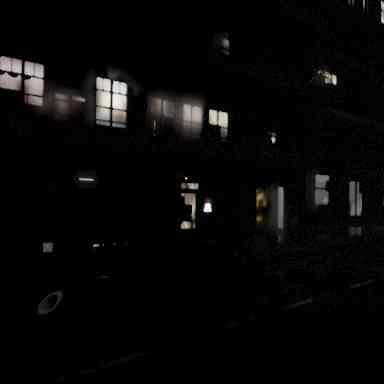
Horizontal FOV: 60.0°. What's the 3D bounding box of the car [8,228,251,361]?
[{"bbox_3d":[-0.928,1.436,5.885,4.097,1.590,1.967,0,1,-36],"label":"car"}]
